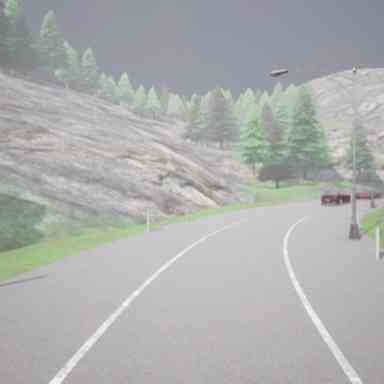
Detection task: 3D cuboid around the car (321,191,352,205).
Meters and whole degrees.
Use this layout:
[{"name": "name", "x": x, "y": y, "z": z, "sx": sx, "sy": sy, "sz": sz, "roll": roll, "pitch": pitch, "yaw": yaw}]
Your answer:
[{"name": "car", "x": 15.895, "y": 0.585, "z": 36.514, "sx": 1.882, "sy": 1.535, "sz": 5.008, "roll": 0, "pitch": 2, "yaw": 44}]

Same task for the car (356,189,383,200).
[{"name": "car", "x": 23.173, "y": 0.267, "z": 43.301, "sx": 4.181, "sy": 1.385, "sz": 1.994, "roll": -3, "pitch": 2, "yaw": -36}]
